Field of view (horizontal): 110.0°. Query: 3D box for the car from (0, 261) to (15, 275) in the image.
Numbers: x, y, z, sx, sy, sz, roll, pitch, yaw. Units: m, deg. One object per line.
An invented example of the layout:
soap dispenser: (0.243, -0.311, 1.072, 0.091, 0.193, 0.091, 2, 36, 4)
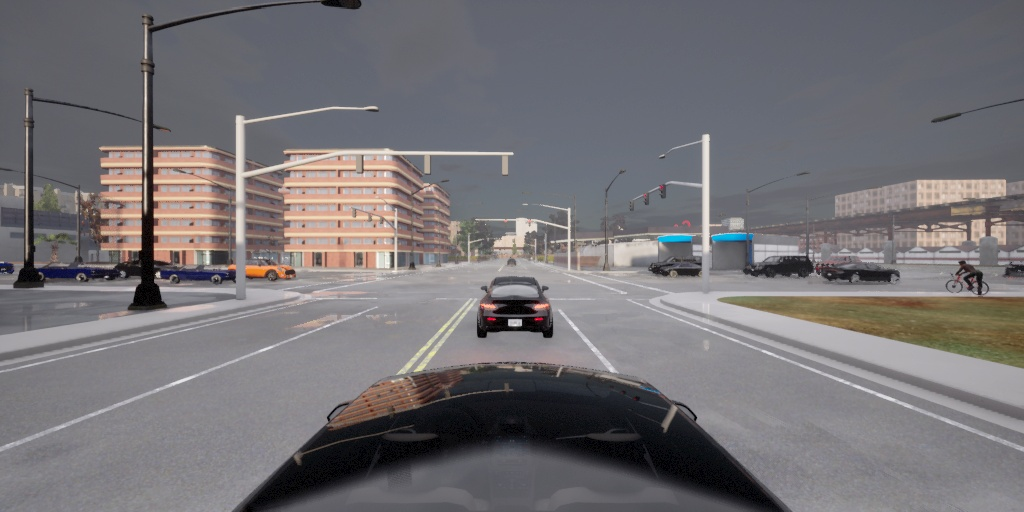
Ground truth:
car: (-42.697, 0.742, 28.455, 5.008, 1.535, 1.882, 1, 0, 1)

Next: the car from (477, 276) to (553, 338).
car: (0.075, 1.276, 10.056, 1.812, 1.442, 4.674, 0, 0, 0)

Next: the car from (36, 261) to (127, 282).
car: (-30.072, 1.088, 24.705, 4.718, 1.301, 1.895, 1, 0, 1)

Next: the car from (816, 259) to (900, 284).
car: (26.135, 1.227, 26.907, 5.008, 1.535, 1.882, 0, 0, -4)

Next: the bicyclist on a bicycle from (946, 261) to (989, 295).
bicyclist on a bicycle: (21.913, 1.050, 17.291, 0.582, 1.620, 1.656, 0, 0, 0)

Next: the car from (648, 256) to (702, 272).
car: (17.195, 0.971, 37.376, 5.566, 2.045, 2.150, 0, 0, 1)

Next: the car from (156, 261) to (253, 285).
car: (-20.958, 1.220, 24.538, 4.718, 1.301, 1.895, 1, 0, 2)

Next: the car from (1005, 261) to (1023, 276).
car: (51.617, 1.242, 36.365, 4.902, 1.511, 2.128, 0, 0, -35)

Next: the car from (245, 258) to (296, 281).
car: (-19.458, 0.986, 28.007, 4.553, 1.767, 2.097, 1, 0, 1)

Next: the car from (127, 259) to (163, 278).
car: (-28.232, 1.020, 28.172, 4.892, 1.490, 1.837, 1, 0, 1)

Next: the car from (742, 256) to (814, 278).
car: (25.459, 0.971, 34.071, 5.566, 2.045, 2.150, 0, 0, -5)

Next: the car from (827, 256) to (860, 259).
car: (36.633, 0.971, 40.103, 5.566, 2.045, 2.150, 0, 0, -22)

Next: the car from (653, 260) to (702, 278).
car: (16.106, 1.314, 33.943, 4.181, 1.385, 1.994, 0, 0, 0)
